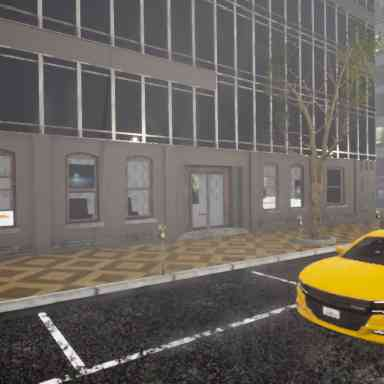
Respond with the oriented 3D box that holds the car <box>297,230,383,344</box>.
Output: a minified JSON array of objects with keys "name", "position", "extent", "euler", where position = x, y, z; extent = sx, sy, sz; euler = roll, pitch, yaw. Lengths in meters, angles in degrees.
[{"name":"car","position":[4.049,1.475,6.279],"extent":[5.008,1.535,1.882],"euler":[0,0,-36]}]
